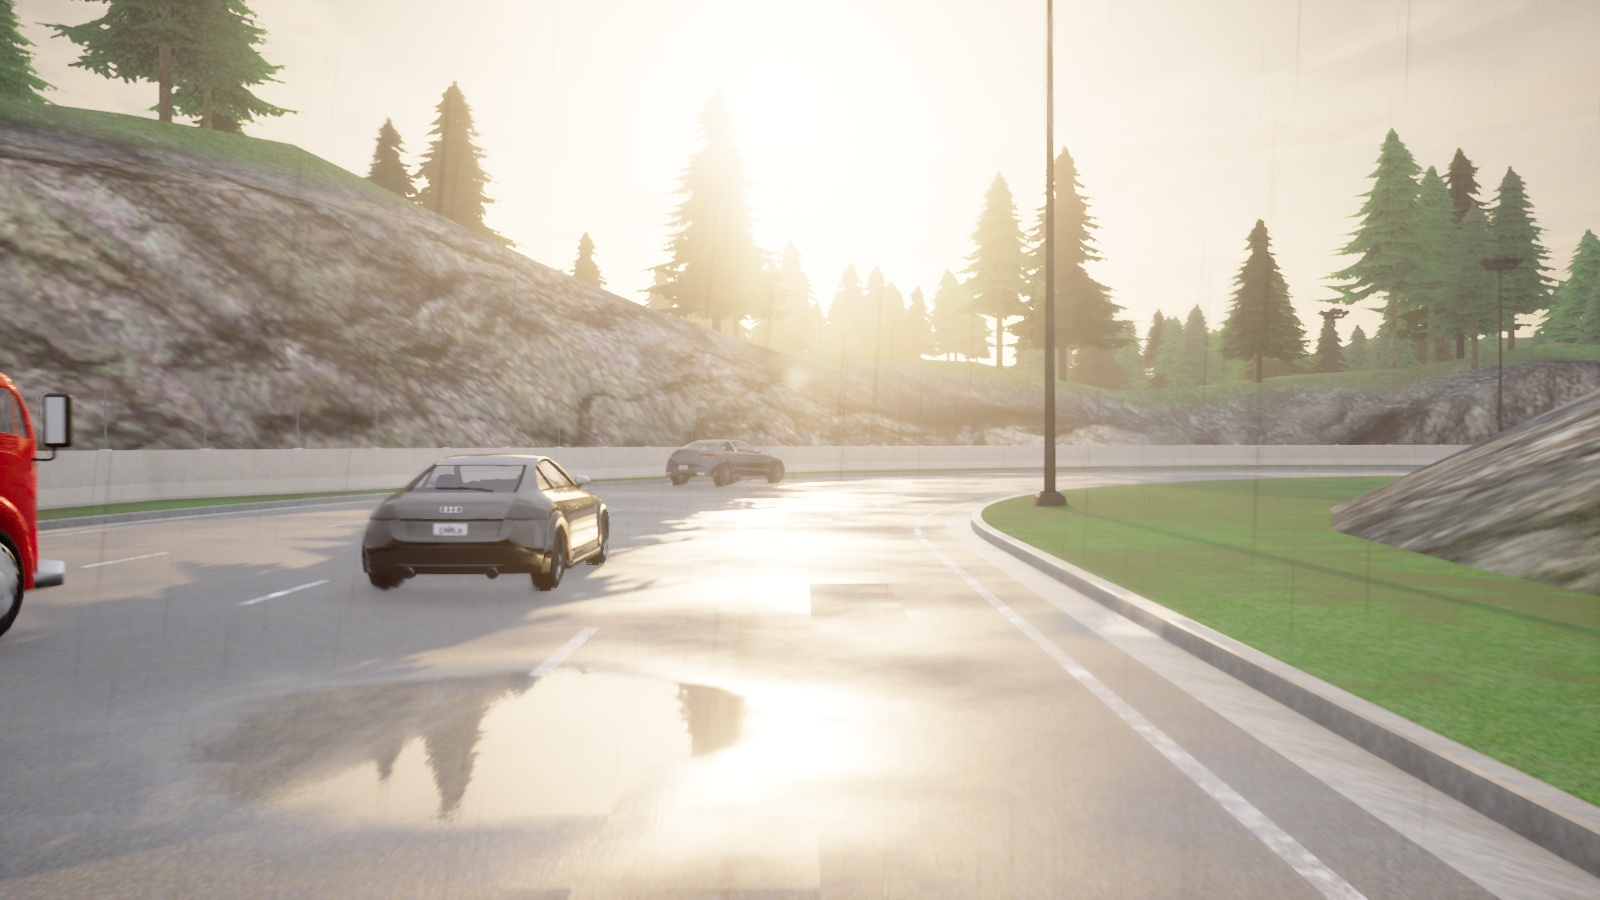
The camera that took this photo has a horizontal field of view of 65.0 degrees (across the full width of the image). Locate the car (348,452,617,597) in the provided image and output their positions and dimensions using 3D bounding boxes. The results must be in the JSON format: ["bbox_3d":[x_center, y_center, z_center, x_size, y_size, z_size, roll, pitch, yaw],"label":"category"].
[{"bbox_3d":[-3.403,0.727,14.358,1.994,1.385,4.181,0,0,0],"label":"car"}]

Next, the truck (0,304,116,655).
[{"bbox_3d":[-6.941,0.211,7.711,2.627,2.467,5.204,0,0,0],"label":"truck"}]

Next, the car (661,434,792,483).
[{"bbox_3d":[-2.548,0.271,44.723,2.152,1.651,5.027,0,0,32],"label":"car"}]
